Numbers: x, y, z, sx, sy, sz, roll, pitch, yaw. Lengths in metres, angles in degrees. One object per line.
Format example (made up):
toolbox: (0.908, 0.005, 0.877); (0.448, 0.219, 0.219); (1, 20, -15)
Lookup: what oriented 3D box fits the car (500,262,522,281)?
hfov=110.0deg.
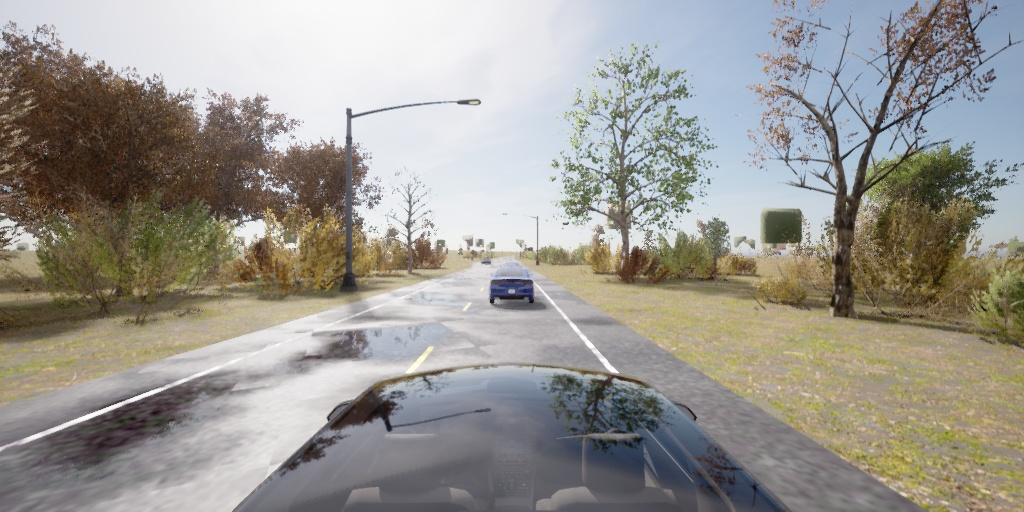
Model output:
car: (-0.078, 1.281, 31.509); (1.812, 1.442, 4.674); (0, 0, 0)

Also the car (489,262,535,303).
car: (-0.017, 1.233, 16.505); (1.882, 1.535, 5.008); (0, 0, 0)
